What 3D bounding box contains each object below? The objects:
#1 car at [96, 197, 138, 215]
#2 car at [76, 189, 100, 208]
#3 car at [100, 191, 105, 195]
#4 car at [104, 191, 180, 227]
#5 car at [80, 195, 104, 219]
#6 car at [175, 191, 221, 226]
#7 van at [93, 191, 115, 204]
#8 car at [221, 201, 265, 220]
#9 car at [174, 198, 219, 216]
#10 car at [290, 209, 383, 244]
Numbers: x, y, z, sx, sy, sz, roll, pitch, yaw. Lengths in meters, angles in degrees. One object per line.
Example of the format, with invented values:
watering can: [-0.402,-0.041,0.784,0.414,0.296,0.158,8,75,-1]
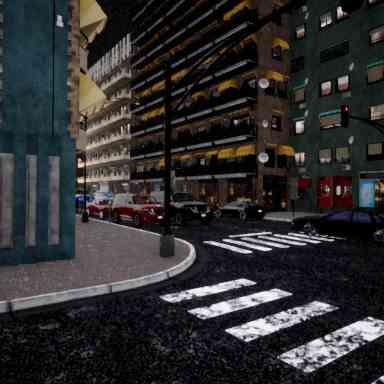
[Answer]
car: [-6.762,1.201,29.616,1.895,1.301,4.718,1,0,-36]
car: [-12.913,0.669,38.171,2.150,2.045,5.566,1,0,-35]
car: [-12.022,0.957,42.374,1.812,1.442,4.674,1,0,-36]
car: [-3.214,1.033,20.302,2.192,1.841,5.009,2,0,-36]
car: [-6.480,1.182,24.819,1.887,1.381,4.507,2,0,-36]
car: [-0.941,0.966,21.551,2.150,2.045,5.566,1,0,-36]
van: [-12.697,0.725,47.760,1.690,1.788,3.998,2,0,-36]
car: [3.597,1.353,25.174,1.947,1.339,4.313,2,0,-36]
car: [0.337,1.288,29.691,1.802,1.307,4.206,2,0,-36]
car: [7.523,1.506,15.778,5.357,1.411,2.033,2,2,33]
